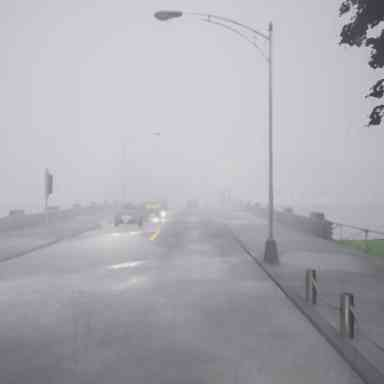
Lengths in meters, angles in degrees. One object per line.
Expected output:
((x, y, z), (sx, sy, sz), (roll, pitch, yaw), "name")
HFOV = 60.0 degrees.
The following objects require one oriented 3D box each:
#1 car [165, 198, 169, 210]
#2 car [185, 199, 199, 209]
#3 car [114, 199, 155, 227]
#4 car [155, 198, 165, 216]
((-4.047, 1.532, 42.965), (2.128, 1.511, 4.902), (0, 0, 0), "car")
((0.039, 1.590, 45.122), (2.033, 1.411, 5.357), (0, 0, 0), "car")
((-4.091, 1.514, 23.147), (2.128, 1.511, 4.902), (0, 0, 0), "car")
((-4.081, 1.509, 32.695), (1.882, 1.535, 5.008), (0, 0, 0), "car")
